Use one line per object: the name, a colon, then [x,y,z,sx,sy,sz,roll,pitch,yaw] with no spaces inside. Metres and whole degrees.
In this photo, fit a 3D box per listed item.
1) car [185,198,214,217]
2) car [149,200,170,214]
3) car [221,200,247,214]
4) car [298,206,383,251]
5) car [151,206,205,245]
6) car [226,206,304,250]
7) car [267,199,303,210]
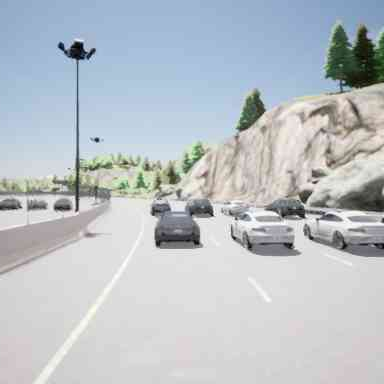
car: [0.607,1.372,31.865,2.097,1.767,4.553,0,0,-10]
car: [-3.205,1.521,33.300,2.128,1.511,4.902,0,0,-11]
car: [4.131,1.538,32.083,1.812,1.442,4.674,0,0,-10]
car: [6.413,1.521,14.122,1.812,1.442,4.674,0,0,-5]
car: [-0.746,1.576,15.630,1.994,1.385,4.181,0,0,-5]
car: [2.888,1.529,14.315,1.812,1.442,4.674,0,0,-5]
car: [8.111,1.354,29.409,2.097,1.767,4.553,0,0,-9]
